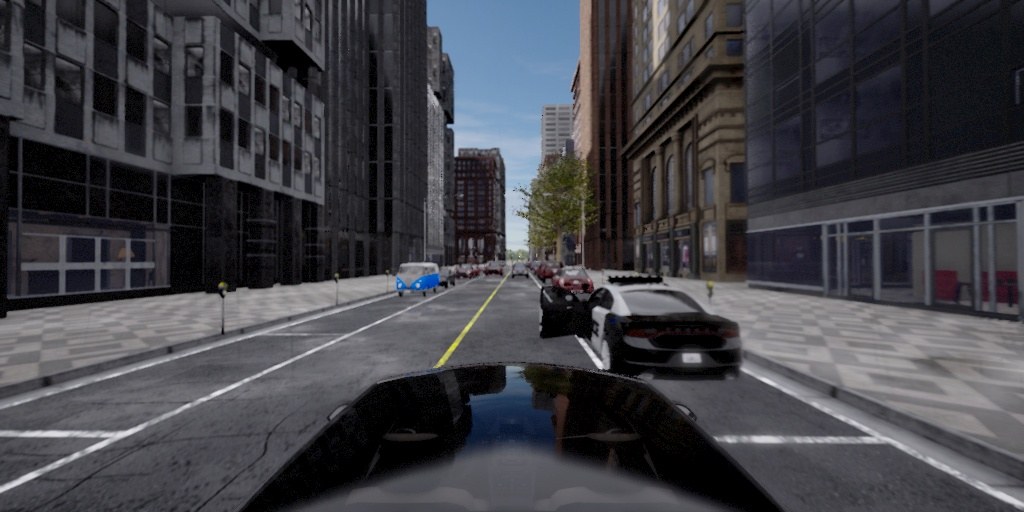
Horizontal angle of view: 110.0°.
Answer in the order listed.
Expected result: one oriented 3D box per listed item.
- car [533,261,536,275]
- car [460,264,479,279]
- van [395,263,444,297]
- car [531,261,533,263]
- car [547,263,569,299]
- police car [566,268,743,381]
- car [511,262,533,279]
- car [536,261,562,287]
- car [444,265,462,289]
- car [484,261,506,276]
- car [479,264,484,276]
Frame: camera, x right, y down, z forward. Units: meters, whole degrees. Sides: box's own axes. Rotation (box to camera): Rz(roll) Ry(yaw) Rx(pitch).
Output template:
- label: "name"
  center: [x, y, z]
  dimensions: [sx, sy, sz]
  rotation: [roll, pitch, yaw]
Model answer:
- label: "car"
  center: [3.622, 1.428, 36.989]
  dimensions: [2.192, 1.841, 5.009]
  rotation: [0, 0, 1]
- label: "car"
  center: [-4.901, 1.584, 37.178]
  dimensions: [1.967, 1.591, 4.097]
  rotation: [0, 0, 1]
- label: "van"
  center: [-5.249, 1.293, 20.267]
  dimensions: [1.690, 1.789, 3.998]
  rotation: [0, 0, 1]
- label: "car"
  center: [3.854, 1.686, 48.266]
  dimensions: [1.967, 1.591, 4.097]
  rotation: [0, 0, 1]
- label: "car"
  center: [3.274, 1.362, 20.076]
  dimensions: [1.967, 1.591, 4.097]
  rotation: [0, 0, 1]
- label: "police car"
  center: [2.522, 1.221, 7.512]
  dimensions: [1.930, 1.638, 5.238]
  rotation: [0, -1, 1]
- label: "car"
  center: [0.896, 1.696, 39.199]
  dimensions: [2.033, 1.411, 5.357]
  rotation: [0, -1, 1]
- label: "car"
  center: [3.506, 1.362, 31.352]
  dimensions: [2.192, 1.841, 5.009]
  rotation: [0, 0, 1]
- label: "car"
  center: [-5.133, 1.579, 25.904]
  dimensions: [1.948, 1.339, 4.313]
  rotation: [0, 0, 1]
- label: "car"
  center: [-2.115, 1.567, 44.066]
  dimensions: [2.097, 1.767, 4.553]
  rotation: [0, -1, 2]
- label: "car"
  center: [-4.785, 1.755, 42.815]
  dimensions: [1.888, 1.381, 4.507]
  rotation: [0, 0, 1]
